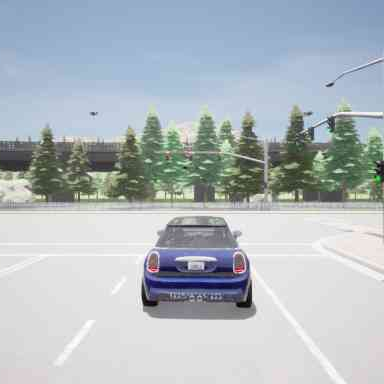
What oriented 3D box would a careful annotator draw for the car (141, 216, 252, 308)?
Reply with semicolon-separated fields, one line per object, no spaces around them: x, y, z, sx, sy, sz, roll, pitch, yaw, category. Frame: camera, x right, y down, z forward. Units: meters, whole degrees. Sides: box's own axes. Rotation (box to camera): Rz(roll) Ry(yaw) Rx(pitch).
0.167;1.352;8.127;2.097;1.767;4.553;0;0;3;car
